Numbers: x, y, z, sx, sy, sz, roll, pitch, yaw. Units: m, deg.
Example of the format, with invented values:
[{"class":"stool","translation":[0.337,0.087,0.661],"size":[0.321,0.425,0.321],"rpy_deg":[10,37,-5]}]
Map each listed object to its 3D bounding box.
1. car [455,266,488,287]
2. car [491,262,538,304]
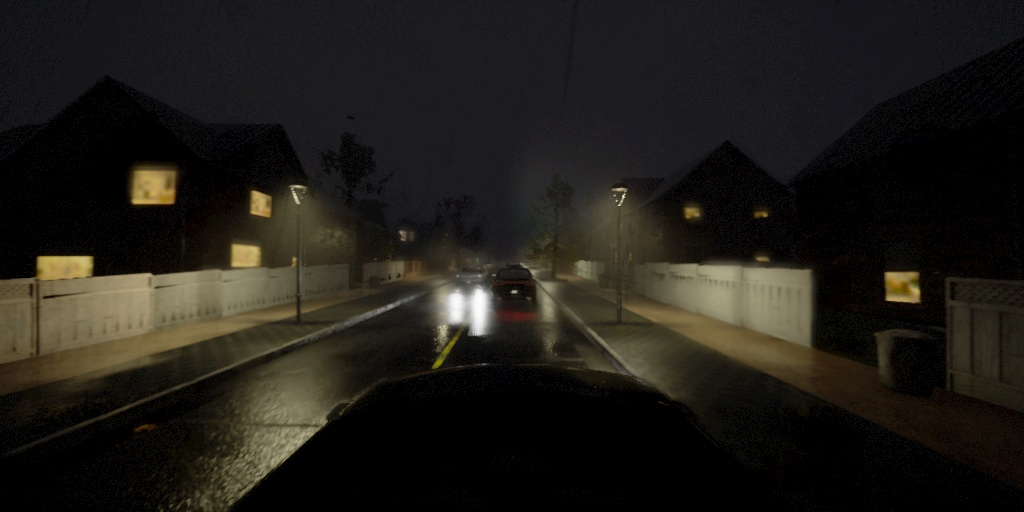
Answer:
[{"class":"car","translation":[-2.748,1.366,25.009],"size":[1.895,1.301,4.718],"rpy_deg":[0,0,0]},{"class":"car","translation":[0.102,1.237,16.360],"size":[1.882,1.535,5.008],"rpy_deg":[0,0,0]}]
